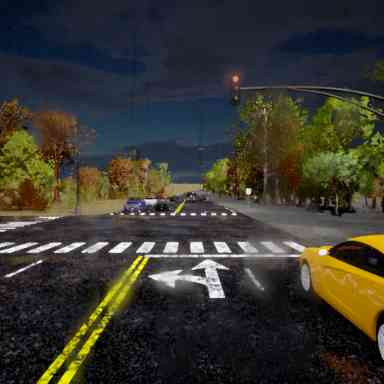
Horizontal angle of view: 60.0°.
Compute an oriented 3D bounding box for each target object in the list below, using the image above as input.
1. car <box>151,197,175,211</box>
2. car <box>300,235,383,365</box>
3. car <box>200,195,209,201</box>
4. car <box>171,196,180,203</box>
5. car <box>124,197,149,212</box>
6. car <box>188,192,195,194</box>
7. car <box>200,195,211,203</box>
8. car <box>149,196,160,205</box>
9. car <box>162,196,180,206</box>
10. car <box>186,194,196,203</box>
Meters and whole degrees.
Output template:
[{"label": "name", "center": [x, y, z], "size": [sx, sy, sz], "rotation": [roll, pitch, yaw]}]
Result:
[{"label": "car", "center": [-3.466, 1.602, 40.138], "size": [1.895, 1.301, 4.718], "rotation": [0, 0, 0]}, {"label": "car", "center": [3.346, 1.444, 5.477], "size": [1.882, 1.535, 5.008], "rotation": [0, 1, 0]}, {"label": "car", "center": [3.016, 1.457, 81.711], "size": [2.033, 1.411, 5.357], "rotation": [0, 0, 0]}, {"label": "car", "center": [-3.449, 1.525, 69.655], "size": [1.812, 1.442, 4.674], "rotation": [0, 0, 0]}, {"label": "car", "center": [-6.713, 1.354, 39.516], "size": [2.097, 1.767, 4.553], "rotation": [0, 0, 0]}, {"label": "car", "center": [-0.231, 1.110, 80.899], "size": [2.150, 2.045, 5.566], "rotation": [0, 0, 0]}, {"label": "car", "center": [3.068, 1.503, 71.556], "size": [2.128, 1.511, 4.902], "rotation": [0, 0, 0]}, {"label": "car", "center": [-6.754, 1.529, 53.238], "size": [1.812, 1.442, 4.674], "rotation": [0, 0, 0]}, {"label": "car", "center": [-3.497, 1.506, 55.415], "size": [1.837, 1.490, 4.892], "rotation": [0, 1, 0]}, {"label": "car", "center": [-0.173, 1.606, 70.796], "size": [1.895, 1.301, 4.718], "rotation": [0, 0, 0]}]
